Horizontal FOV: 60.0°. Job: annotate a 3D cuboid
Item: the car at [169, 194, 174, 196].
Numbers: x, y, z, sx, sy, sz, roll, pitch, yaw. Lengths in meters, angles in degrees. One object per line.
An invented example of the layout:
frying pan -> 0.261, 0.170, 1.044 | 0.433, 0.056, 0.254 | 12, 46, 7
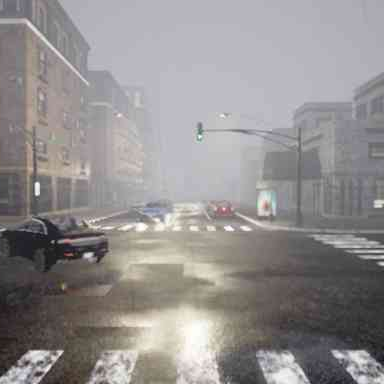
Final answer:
car -> -5.692, 1.583, 75.291 | 1.967, 1.590, 4.097 | -1, 0, 0

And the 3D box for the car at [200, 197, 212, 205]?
car -> 2.690, 1.663, 63.910 | 2.008, 1.369, 4.403 | -1, 0, 0

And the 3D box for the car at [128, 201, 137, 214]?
car -> -5.693, 1.602, 35.415 | 2.008, 1.369, 4.403 | 0, 0, 0

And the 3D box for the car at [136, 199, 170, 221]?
car -> -3.093, 1.562, 27.308 | 1.812, 1.442, 4.674 | 0, 0, 0

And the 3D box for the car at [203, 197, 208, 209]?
car -> 2.688, 1.643, 41.123 | 1.802, 1.307, 4.206 | 0, 0, 0

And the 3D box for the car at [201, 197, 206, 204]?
car -> 2.688, 1.624, 46.820 | 2.008, 1.369, 4.403 | -1, 0, 0

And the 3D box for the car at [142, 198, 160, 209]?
car -> -5.692, 1.625, 46.808 | 2.008, 1.369, 4.403 | 0, 0, 0

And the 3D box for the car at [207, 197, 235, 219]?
car -> 2.686, 1.479, 29.730 | 1.967, 1.590, 4.097 | 0, 0, 0

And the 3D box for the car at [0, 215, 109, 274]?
car -> -4.620, 1.509, 10.838 | 4.902, 1.511, 2.128 | 1, 0, 43

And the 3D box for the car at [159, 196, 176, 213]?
car -> -3.066, 1.547, 37.663 | 2.128, 1.511, 4.902 | 0, 0, 0
